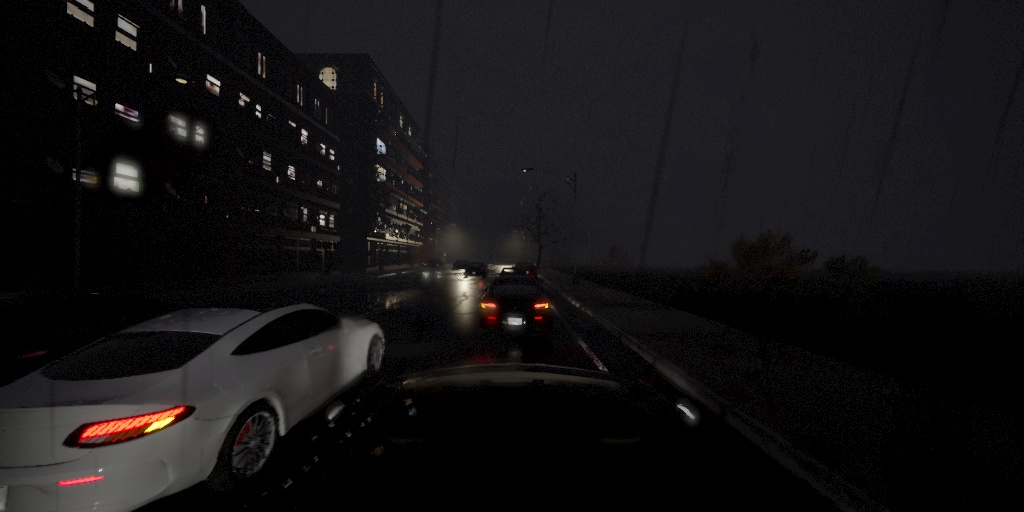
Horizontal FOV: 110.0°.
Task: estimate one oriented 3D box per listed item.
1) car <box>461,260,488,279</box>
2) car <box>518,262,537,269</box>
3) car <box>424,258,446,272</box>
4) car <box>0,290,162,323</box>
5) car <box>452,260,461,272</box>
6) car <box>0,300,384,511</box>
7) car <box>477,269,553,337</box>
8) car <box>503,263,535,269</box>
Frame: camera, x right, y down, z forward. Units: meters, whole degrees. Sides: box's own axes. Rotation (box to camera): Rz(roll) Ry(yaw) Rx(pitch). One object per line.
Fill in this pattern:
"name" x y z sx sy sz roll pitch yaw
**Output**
"car" -3.235 1.279 32.799 1.812 1.442 4.674 0 0 0
"car" 1.061 1.232 29.899 1.882 1.535 5.008 0 0 0
"car" -9.971 1.105 46.503 2.097 1.767 4.553 0 0 0
"car" -6.609 1.255 4.483 1.837 1.490 4.892 0 0 0
"car" -6.723 1.231 47.583 1.882 1.535 5.008 0 0 0
"car" -3.159 1.276 4.439 1.812 1.442 4.674 0 0 0
"car" 0.069 1.277 10.203 1.812 1.442 4.674 0 0 0
"car" 0.050 1.317 20.370 1.994 1.385 4.181 0 0 0
